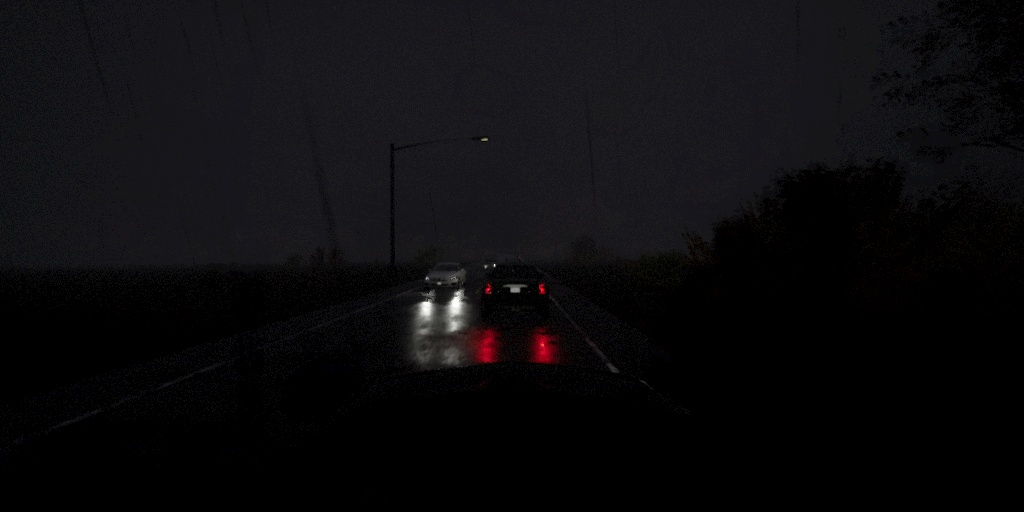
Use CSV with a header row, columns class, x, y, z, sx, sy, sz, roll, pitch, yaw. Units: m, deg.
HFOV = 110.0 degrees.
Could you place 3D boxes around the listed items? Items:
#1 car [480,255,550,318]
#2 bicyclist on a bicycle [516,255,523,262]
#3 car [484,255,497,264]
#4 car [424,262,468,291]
class,x,y,z,sx,sy,sz,roll,pitch,yaw
car,0.097,0.982,12.597,2.097,1.767,4.553,0,1,0
bicyclist on a bicycle,0.940,0.704,45.175,0.866,1.612,1.509,0,2,0
car,-3.551,0.569,61.332,1.882,1.535,5.008,0,1,1
car,-3.605,1.071,20.165,1.812,1.442,4.674,0,1,0
